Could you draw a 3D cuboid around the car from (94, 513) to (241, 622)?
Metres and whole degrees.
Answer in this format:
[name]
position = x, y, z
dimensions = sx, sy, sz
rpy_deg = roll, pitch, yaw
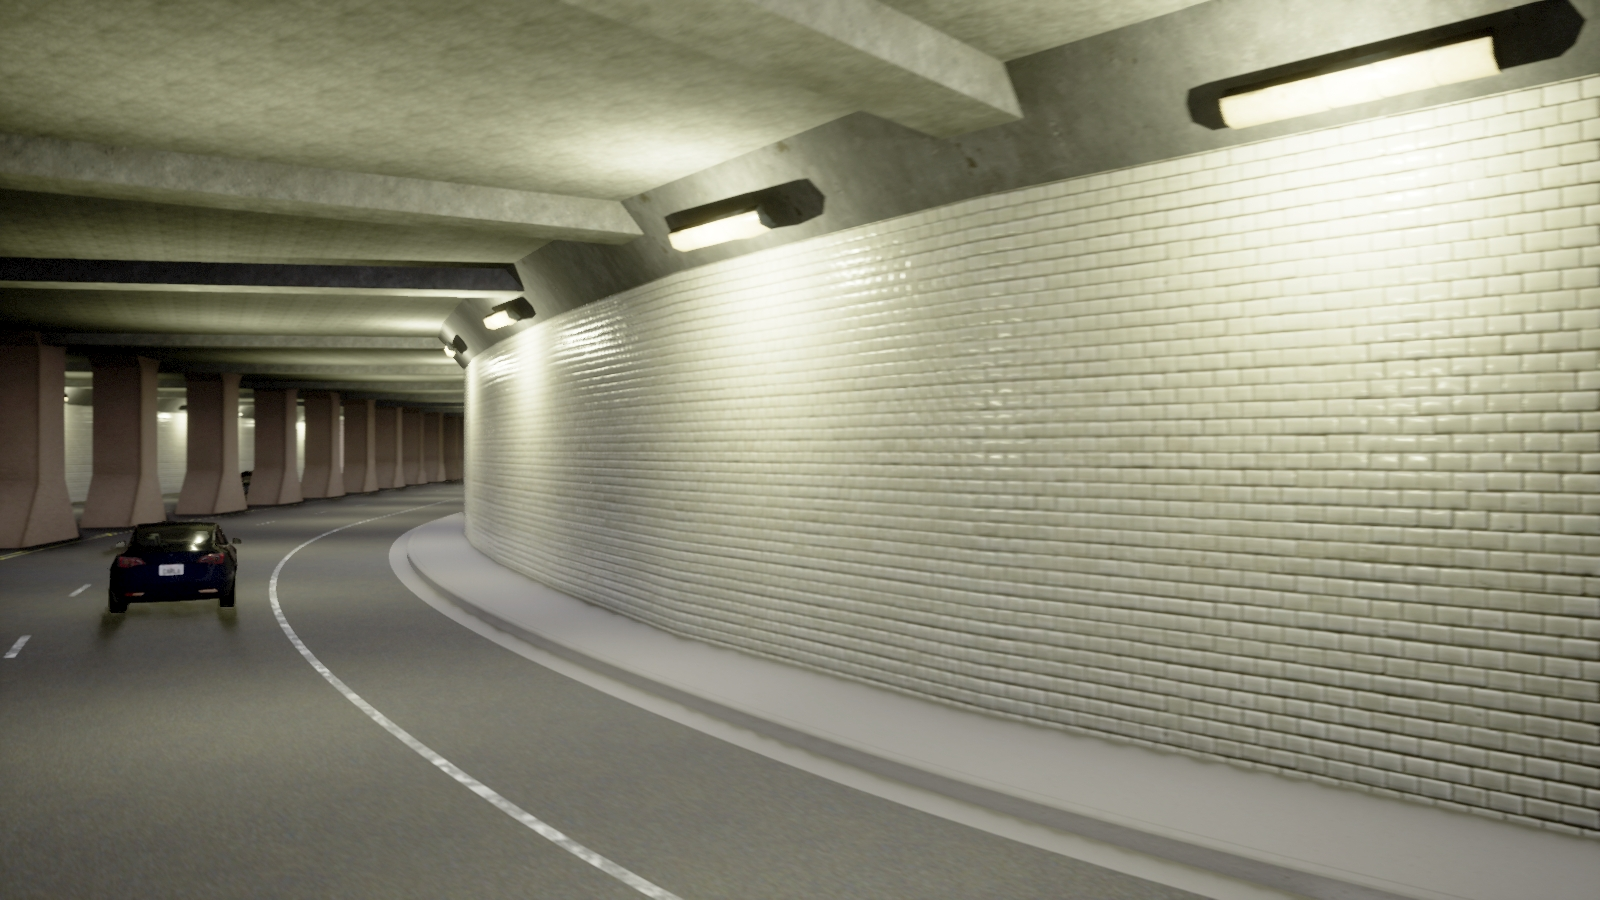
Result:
[car]
position = -11.650, 2.071, 21.354
dimensions = 2.163, 1.488, 4.792
rpy_deg = 0, 0, -26
